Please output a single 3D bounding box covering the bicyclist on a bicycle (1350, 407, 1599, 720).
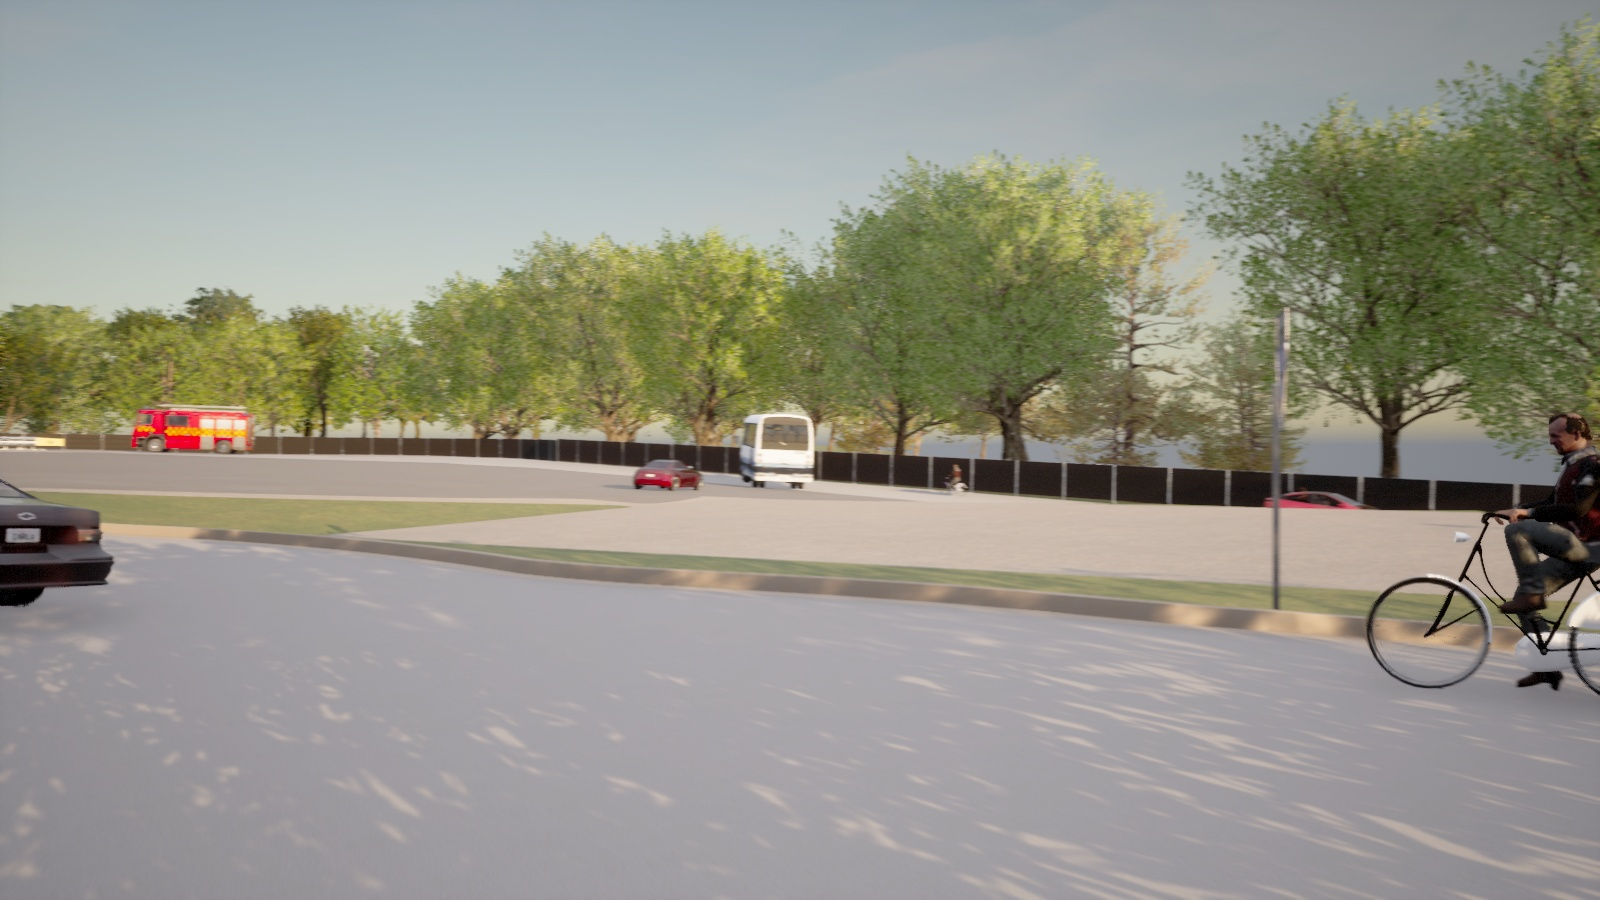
[{"bbox_3d":[4.415,0.658,7.653,1.843,1.776,0.659,2,1,19],"label":"bicyclist on a bicycle"}]

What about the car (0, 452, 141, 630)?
[{"bbox_3d":[-8.724,0.670,11.236,5.357,1.411,2.033,2,-3,24],"label":"car"}]

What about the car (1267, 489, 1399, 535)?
[{"bbox_3d":[21.612,2.473,51.015,4.514,1.525,2.007,2,2,41],"label":"car"}]

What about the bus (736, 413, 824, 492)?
[{"bbox_3d":[-1.364,-0.012,74.915,3.944,4.253,10.273,2,1,-8],"label":"bus"}]

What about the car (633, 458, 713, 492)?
[{"bbox_3d":[-5.689,1.120,56.820,1.994,1.385,4.181,3,0,18],"label":"car"}]
